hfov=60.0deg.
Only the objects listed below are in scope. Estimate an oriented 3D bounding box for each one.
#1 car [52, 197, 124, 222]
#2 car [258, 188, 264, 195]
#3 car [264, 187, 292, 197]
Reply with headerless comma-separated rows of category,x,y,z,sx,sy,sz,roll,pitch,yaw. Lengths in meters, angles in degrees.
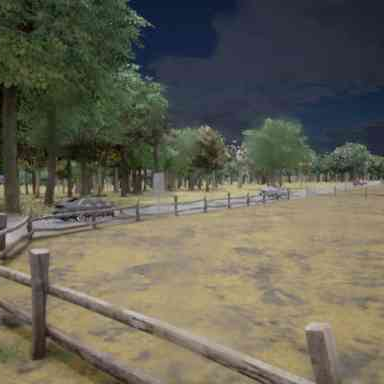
car,-6.734,1.085,22.047,1.837,1.490,4.892,0,2,36
car,12.559,-0.117,54.683,1.812,1.442,4.674,0,2,36
car,13.096,0.044,49.455,2.033,1.411,5.357,0,2,36
